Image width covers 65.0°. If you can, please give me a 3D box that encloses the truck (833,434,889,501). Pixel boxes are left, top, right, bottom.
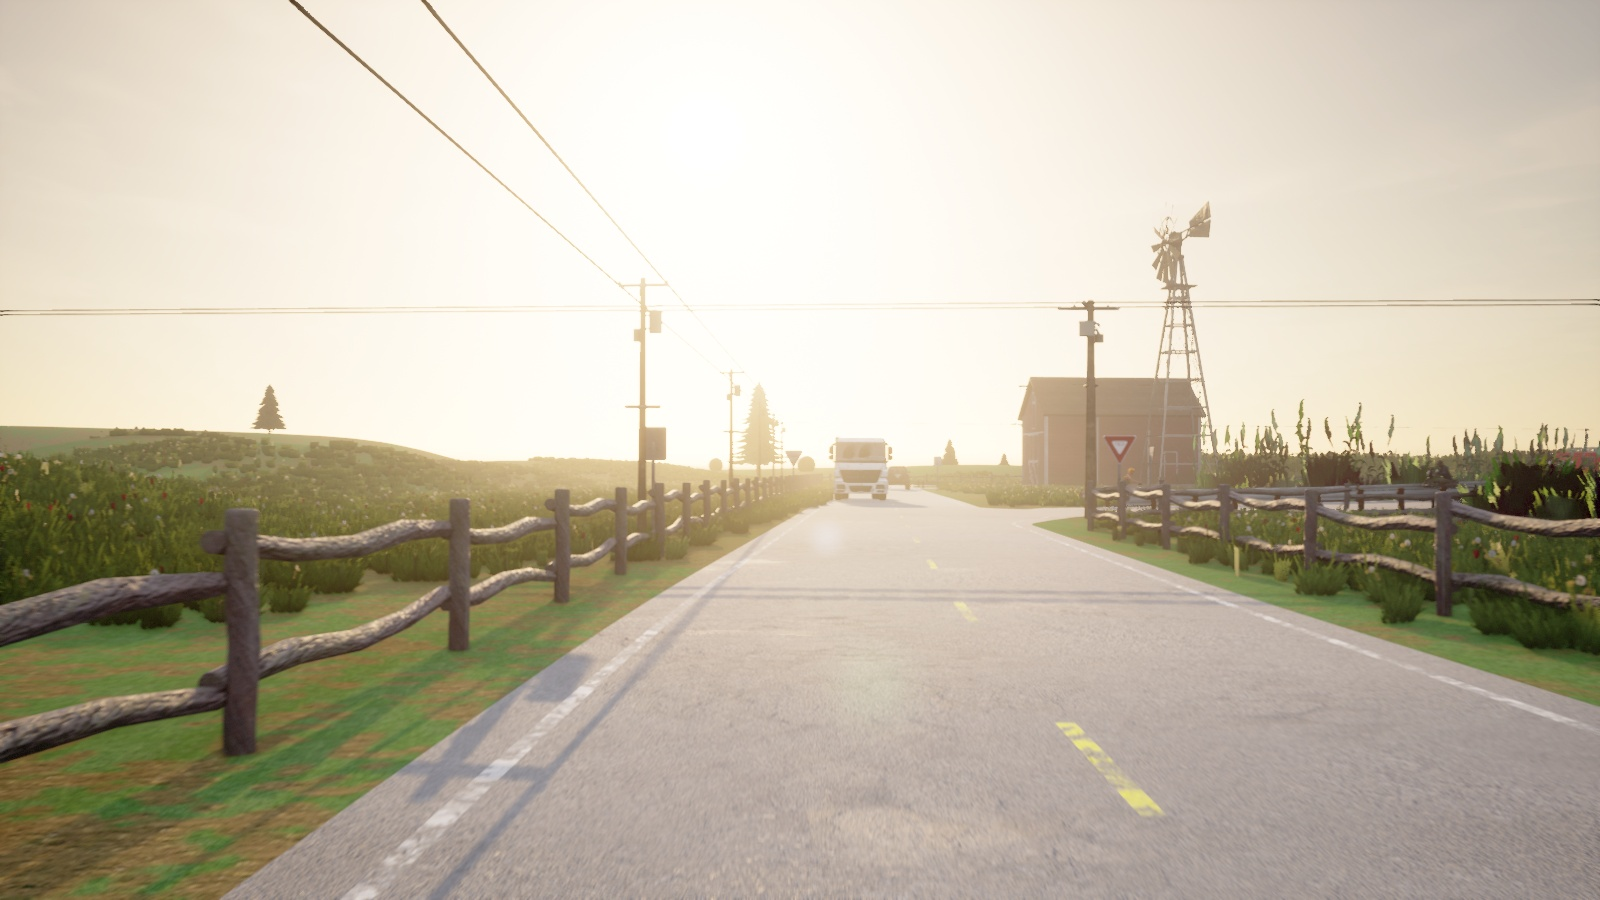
[{"bbox_3d":[3.375,0.984,69.515,2.891,3.462,7.936,0,-1,3],"label":"truck"}]

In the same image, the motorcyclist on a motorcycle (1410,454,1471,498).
[{"bbox_3d":[24.602,0.991,48.276,1.817,1.590,0.866,-2,-1,5],"label":"motorcyclist on a motorcycle"}]
